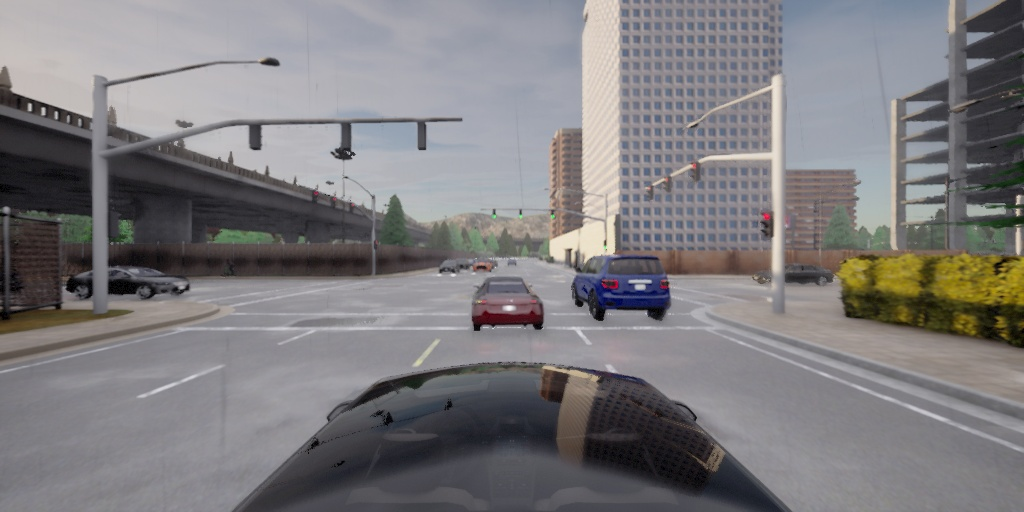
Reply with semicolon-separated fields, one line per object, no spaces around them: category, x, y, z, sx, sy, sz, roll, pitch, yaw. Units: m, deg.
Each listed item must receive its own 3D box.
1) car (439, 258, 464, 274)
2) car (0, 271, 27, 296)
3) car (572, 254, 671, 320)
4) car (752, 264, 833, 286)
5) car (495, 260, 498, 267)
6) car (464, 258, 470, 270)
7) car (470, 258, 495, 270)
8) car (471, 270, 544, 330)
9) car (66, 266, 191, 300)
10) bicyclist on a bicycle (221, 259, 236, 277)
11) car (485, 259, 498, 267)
car;-7.087;1.207;41.047;1.837;1.490;4.892;0;0;0
car;-27.751;1.279;17.528;4.902;1.511;2.128;0;0;0
car;3.599;0.979;12.733;2.150;2.045;5.566;0;0;0
car;19.311;1.281;24.819;4.892;1.490;1.837;0;0;0
car;-3.574;1.178;53.261;2.128;1.511;4.902;0;0;0
car;-7.081;1.043;49.931;2.097;1.767;4.553;0;0;0
car;-3.580;1.050;44.189;2.097;1.767;4.553;0;0;0
car;-0.253;1.313;11.174;1.994;1.385;4.181;0;0;-5
car;-18.593;1.279;17.546;4.902;1.511;2.128;0;0;0
bicyclist on a bicycle;-25.293;1.071;32.015;0.582;1.620;1.656;0;0;0
car;-3.510;1.239;63.165;1.994;1.385;4.181;0;0;1
